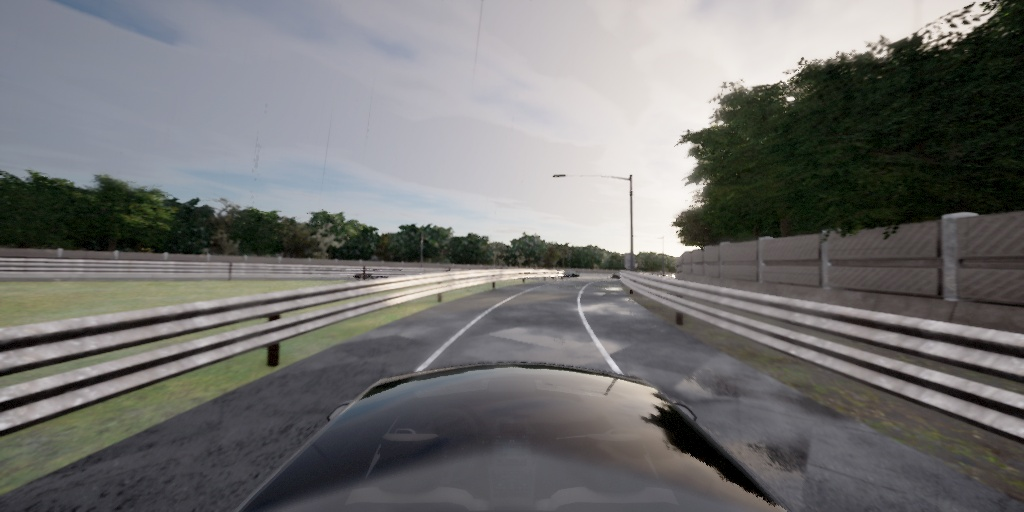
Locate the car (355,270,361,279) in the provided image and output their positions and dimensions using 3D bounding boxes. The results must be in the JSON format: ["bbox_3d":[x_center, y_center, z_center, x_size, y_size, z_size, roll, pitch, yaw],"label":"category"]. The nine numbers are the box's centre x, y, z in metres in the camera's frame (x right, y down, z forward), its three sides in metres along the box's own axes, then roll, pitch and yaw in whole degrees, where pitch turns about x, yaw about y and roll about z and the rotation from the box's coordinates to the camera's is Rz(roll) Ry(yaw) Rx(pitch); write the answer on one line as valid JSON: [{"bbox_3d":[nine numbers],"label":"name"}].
[{"bbox_3d":[-18.666,2.321,47.706,1.994,1.385,4.181,-3,-4,42],"label":"car"}]

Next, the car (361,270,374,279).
[{"bbox_3d":[-16.059,2.242,45.371,1.895,1.301,4.718,-3,-4,42],"label":"car"}]

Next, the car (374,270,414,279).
[{"bbox_3d":[-13.512,2.056,42.977,1.812,1.442,4.674,-3,-4,42],"label":"car"}]
